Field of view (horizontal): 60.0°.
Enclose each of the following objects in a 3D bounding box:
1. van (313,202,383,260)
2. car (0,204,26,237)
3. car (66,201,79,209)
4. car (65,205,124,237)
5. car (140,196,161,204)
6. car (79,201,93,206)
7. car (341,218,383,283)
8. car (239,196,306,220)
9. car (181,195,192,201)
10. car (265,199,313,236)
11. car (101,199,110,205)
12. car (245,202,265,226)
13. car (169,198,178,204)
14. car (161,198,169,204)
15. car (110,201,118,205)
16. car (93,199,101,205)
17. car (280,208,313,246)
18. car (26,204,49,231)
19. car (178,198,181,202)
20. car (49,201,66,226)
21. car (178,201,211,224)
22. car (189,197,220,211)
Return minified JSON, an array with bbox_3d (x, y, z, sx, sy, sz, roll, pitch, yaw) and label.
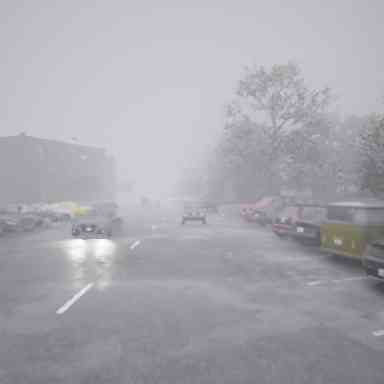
[{"bbox_3d":[6.520,1.298,10.945,4.442,1.987,1.878,1,-1,-20],"label":"van"},{"bbox_3d":[-11.401,1.549,16.811,4.892,1.521,2.231,-1,-1,-20],"label":"car"},{"bbox_3d":[-11.386,1.630,25.614,4.674,1.452,2.002,-1,-1,-20],"label":"car"},{"bbox_3d":[-5.070,1.633,18.297,1.994,1.385,4.181,0,0,0],"label":"car"},{"bbox_3d":[-11.237,2.165,89.375,2.150,2.045,5.566,-1,-1,-32],"label":"car"},{"bbox_3d":[-11.551,1.603,28.479,5.366,1.575,1.946,-1,0,-20],"label":"car"},{"bbox_3d":[6.400,1.511,7.954,4.892,1.521,2.231,1,-1,-20],"label":"car"},{"bbox_3d":[6.409,1.338,25.607,5.566,2.045,2.435,1,0,-20],"label":"car"},{"bbox_3d":[-0.572,1.871,64.004,2.097,1.535,5.008,0,-1,-1],"label":"car"},{"bbox_3d":[6.393,1.421,16.777,4.553,1.767,2.185,1,-1,-20],"label":"car"},{"bbox_3d":[-11.380,1.634,34.416,4.892,1.521,2.231,-1,-1,-20],"label":"car"},{"bbox_3d":[6.453,1.606,22.689,4.792,1.488,2.163,1,-1,-20],"label":"car"},{"bbox_3d":[-3.366,2.190,81.153,2.231,1.521,4.892,0,-1,-18],"label":"car"},{"bbox_3d":[-5.566,2.295,86.454,2.097,1.535,5.008,0,-1,-27],"label":"car"},{"bbox_3d":[-11.362,1.662,40.279,4.892,1.521,2.231,-1,0,-20],"label":"car"},{"bbox_3d":[-11.378,1.658,31.482,4.674,1.452,2.002,-1,-1,-20],"label":"car"},{"bbox_3d":[6.443,1.565,13.853,4.792,1.488,2.163,1,-1,-20],"label":"car"},{"bbox_3d":[-11.363,1.591,19.758,4.792,1.488,2.163,-1,-1,-20],"label":"car"},{"bbox_3d":[-0.926,1.718,69.992,2.435,2.045,5.566,0,-1,-7],"label":"car"},{"bbox_3d":[-11.398,1.577,22.684,4.892,1.521,2.231,-1,-1,-20],"label":"car"},{"bbox_3d":[0.135,1.653,26.017,2.033,1.411,5.357,0,0,0],"label":"car"},{"bbox_3d":[1.928,1.651,41.607,2.128,1.511,4.902,0,0,25],"label":"car"}]
